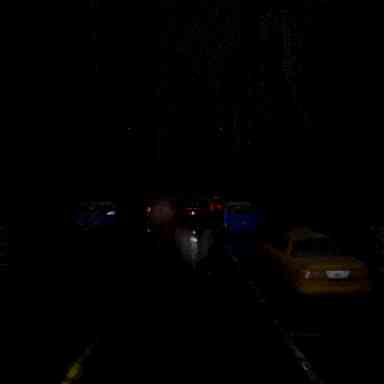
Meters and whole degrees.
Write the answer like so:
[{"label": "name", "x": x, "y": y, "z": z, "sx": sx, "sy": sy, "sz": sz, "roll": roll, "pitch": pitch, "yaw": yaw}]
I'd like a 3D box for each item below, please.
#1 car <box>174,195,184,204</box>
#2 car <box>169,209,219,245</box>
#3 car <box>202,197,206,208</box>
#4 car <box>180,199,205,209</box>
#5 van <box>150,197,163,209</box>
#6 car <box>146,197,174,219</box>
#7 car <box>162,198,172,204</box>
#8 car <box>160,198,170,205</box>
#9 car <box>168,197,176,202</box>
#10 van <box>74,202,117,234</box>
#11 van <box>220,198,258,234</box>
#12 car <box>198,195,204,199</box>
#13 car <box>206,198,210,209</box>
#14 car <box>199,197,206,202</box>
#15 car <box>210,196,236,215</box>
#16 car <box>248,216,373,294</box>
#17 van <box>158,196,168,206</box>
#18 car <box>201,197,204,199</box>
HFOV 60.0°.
[{"label": "car", "x": -3.015, "y": 1.685, "z": 73.219, "sx": 2.150, "sy": 2.045, "sz": 5.566, "roll": 0, "pitch": 0, "yaw": 0}, {"label": "car", "x": 0.094, "y": 1.713, "z": 16.022, "sx": 1.895, "sy": 1.301, "sz": 4.718, "roll": 0, "pitch": 0, "yaw": 0}, {"label": "car", "x": 2.843, "y": 1.877, "z": 48.177, "sx": 2.008, "sy": 1.369, "sz": 4.403, "roll": 0, "pitch": 0, "yaw": 0}, {"label": "car", "x": 0.091, "y": 1.731, "z": 32.986, "sx": 1.837, "sy": 1.490, "sz": 4.892, "roll": 0, "pitch": 0, "yaw": 0}, {"label": "van", "x": -5.684, "y": 1.704, "z": 53.818, "sx": 1.690, "sy": 1.788, "sz": 3.998, "roll": 0, "pitch": 0, "yaw": 0}, {"label": "car", "x": -3.104, "y": 1.570, "z": 31.630, "sx": 2.097, "sy": 1.767, "sz": 4.553, "roll": 0, "pitch": 0, "yaw": 0}, {"label": "car", "x": -5.687, "y": 2.079, "z": 76.412, "sx": 1.947, "sy": 1.339, "sz": 4.313, "roll": 0, "pitch": 0, "yaw": 0}, {"label": "car", "x": -5.686, "y": 1.999, "z": 70.593, "sx": 1.752, "sy": 1.417, "sz": 4.829, "roll": 0, "pitch": 0, "yaw": 0}, {"label": "car", "x": -5.690, "y": 2.193, "z": 93.358, "sx": 1.947, "sy": 1.339, "sz": 4.313, "roll": 0, "pitch": 0, "yaw": 0}, {"label": "van", "x": -5.678, "y": 1.480, "z": 19.926, "sx": 1.690, "sy": 1.788, "sz": 3.998, "roll": 0, "pitch": 0, "yaw": 0}, {"label": "van", "x": 2.847, "y": 1.480, "z": 19.935, "sx": 1.690, "sy": 1.788, "sz": 3.998, "roll": 0, "pitch": 0, "yaw": 0}, {"label": "car", "x": 2.838, "y": 1.915, "z": 70.771, "sx": 1.967, "sy": 1.590, "sz": 4.097, "roll": 0, "pitch": 0, "yaw": 0}, {"label": "car", "x": 3.099, "y": 1.479, "z": 37.774, "sx": 2.150, "sy": 2.045, "sz": 5.566, "roll": 0, "pitch": 0, "yaw": 0}, {"label": "car", "x": 2.835, "y": 2.172, "z": 93.364, "sx": 1.887, "sy": 1.381, "sz": 4.507, "roll": 0, "pitch": 0, "yaw": 0}, {"label": "car", "x": 3.100, "y": 1.440, "z": 30.774, "sx": 2.150, "sy": 2.045, "sz": 5.566, "roll": 0, "pitch": 0, "yaw": 0}, {"label": "car", "x": 2.850, "y": 1.588, "z": 8.807, "sx": 1.752, "sy": 1.417, "sz": 4.829, "roll": 0, "pitch": 0, "yaw": 0}, {"label": "van", "x": -5.686, "y": 1.779, "z": 65.116, "sx": 1.690, "sy": 1.788, "sz": 3.998, "roll": 0, "pitch": 0, "yaw": 0}, {"label": "car", "x": 2.842, "y": 1.914, "z": 53.826, "sx": 2.008, "sy": 1.369, "sz": 4.403, "roll": 0, "pitch": 0, "yaw": 0}]
